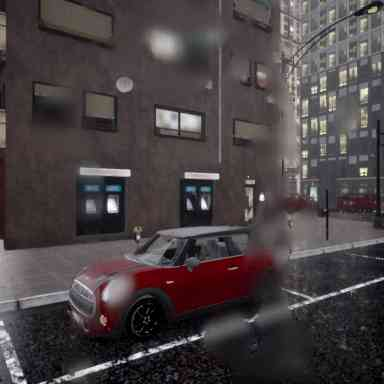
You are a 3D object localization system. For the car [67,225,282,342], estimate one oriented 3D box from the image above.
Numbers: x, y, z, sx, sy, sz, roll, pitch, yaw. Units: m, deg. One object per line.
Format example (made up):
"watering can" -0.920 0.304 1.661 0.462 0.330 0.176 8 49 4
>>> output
"car" -0.205 1.440 6.410 4.097 1.590 1.967 0 0 -35

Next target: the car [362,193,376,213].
"car" 15.414 1.030 32.296 2.192 1.841 5.009 1 0 -36

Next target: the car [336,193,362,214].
"car" 12.918 1.047 31.293 2.097 1.767 4.553 0 1 -36

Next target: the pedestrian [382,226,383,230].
"pedestrian" 9.238 1.144 15.631 0.375 1.860 0.375 0 0 -35

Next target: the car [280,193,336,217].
"car" 8.671 1.010 27.322 2.192 1.841 5.009 2 0 -36
